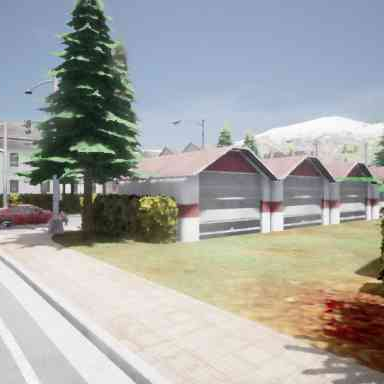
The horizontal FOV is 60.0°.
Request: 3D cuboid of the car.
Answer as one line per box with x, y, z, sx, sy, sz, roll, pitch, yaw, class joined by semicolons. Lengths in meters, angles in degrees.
-10.397;1.541;21.243;4.674;1.442;1.812;0;1;-31;car
